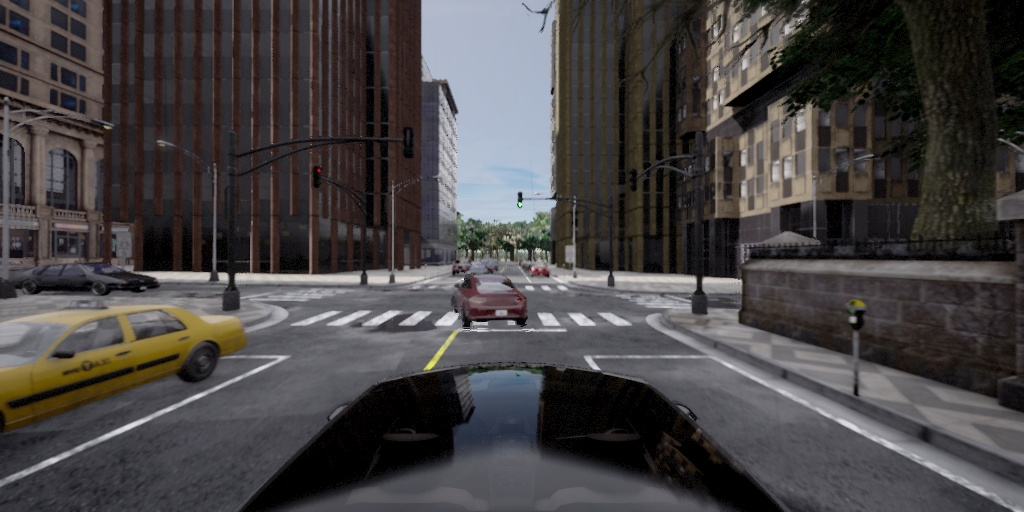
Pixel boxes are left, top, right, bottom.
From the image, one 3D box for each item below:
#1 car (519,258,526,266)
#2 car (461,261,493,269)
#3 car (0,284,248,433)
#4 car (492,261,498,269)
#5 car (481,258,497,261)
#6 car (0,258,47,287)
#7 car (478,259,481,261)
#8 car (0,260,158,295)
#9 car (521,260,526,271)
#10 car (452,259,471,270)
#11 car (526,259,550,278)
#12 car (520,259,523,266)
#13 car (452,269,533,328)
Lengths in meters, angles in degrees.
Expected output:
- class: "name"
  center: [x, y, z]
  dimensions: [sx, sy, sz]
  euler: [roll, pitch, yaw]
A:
- class: "car"
  center: [2.764, 1.587, 63.914]
  dimensions: [1.888, 1.381, 4.507]
  euler: [0, 0, 0]
- class: "car"
  center: [-3.084, 1.456, 32.729]
  dimensions: [1.994, 1.385, 4.181]
  euler: [0, 0, 1]
- class: "car"
  center: [-5.763, 1.289, 4.587]
  dimensions: [1.751, 1.417, 4.829]
  euler: [0, 0, 0]
- class: "car"
  center: [-3.077, 1.540, 42.724]
  dimensions: [1.895, 1.301, 4.718]
  euler: [0, 0, 0]
- class: "car"
  center: [-3.003, 1.481, 53.107]
  dimensions: [2.128, 1.511, 4.902]
  euler: [0, 0, 0]
- class: "car"
  center: [-29.154, 0.831, 19.390]
  dimensions: [5.357, 1.411, 2.033]
  euler: [1, 0, 0]
- class: "car"
  center: [-5.762, 1.571, 53.039]
  dimensions: [1.802, 1.307, 4.207]
  euler: [0, 0, 0]
- class: "car"
  center: [-19.315, 1.011, 16.218]
  dimensions: [5.357, 1.411, 2.033]
  euler: [1, 0, 0]
- class: "car"
  center: [2.764, 1.539, 53.039]
  dimensions: [2.007, 1.370, 4.403]
  euler: [0, 0, 0]
- class: "car"
  center: [-5.762, 1.251, 42.164]
  dimensions: [2.192, 1.841, 5.009]
  euler: [0, 0, 0]
- class: "car"
  center: [2.763, 1.350, 36.726]
  dimensions: [1.967, 1.591, 4.097]
  euler: [0, 0, 0]
- class: "car"
  center: [2.764, 1.560, 58.476]
  dimensions: [1.888, 1.381, 4.507]
  euler: [0, 0, 0]
- class: "car"
  center: [-0.826, 1.325, 11.560]
  dimensions: [1.812, 1.442, 4.674]
  euler: [1, 0, -14]
